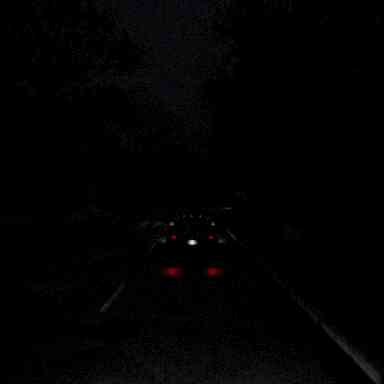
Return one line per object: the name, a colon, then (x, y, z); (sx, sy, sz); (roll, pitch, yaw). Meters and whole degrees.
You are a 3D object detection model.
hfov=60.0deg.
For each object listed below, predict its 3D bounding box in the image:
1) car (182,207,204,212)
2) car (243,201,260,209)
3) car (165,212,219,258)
car: (0.050, 1.967, 28.283); (1.895, 1.301, 4.718); (0, -1, 1)
car: (11.524, 2.454, 63.838); (1.994, 1.385, 4.181); (-2, -2, 43)
car: (0.022, 1.733, 13.481); (1.994, 1.385, 4.181); (0, -1, 0)
